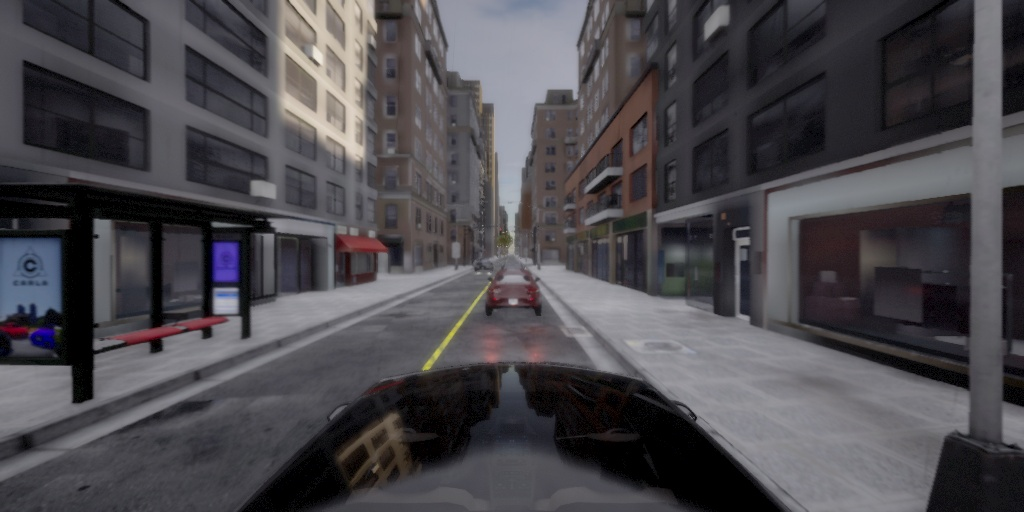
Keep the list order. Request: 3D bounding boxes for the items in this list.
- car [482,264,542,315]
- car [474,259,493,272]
[{"bbox_3d":[0.069,1.191,13.036,1.812,1.442,4.674,0,0,1],"label":"car"},{"bbox_3d":[-3.062,1.036,39.713,1.994,1.385,4.181,0,0,0],"label":"car"}]
